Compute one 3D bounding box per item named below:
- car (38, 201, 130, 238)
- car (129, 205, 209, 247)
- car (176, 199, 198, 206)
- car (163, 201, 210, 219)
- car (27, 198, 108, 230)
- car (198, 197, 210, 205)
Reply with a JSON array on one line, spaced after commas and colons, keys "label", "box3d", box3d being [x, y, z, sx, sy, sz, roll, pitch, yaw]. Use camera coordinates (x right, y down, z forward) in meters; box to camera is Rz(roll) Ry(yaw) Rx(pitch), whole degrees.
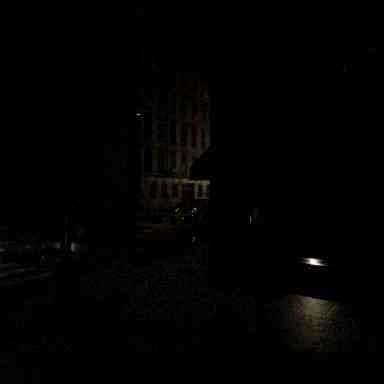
[{"label": "car", "box3d": [-5.229, 1.457, 17.827, 1.882, 1.535, 5.008, 0, 0, 34]}, {"label": "car", "box3d": [-0.378, 1.530, 15.185, 1.752, 1.417, 4.829, 0, 0, 36]}, {"label": "car", "box3d": [0.605, 1.321, 25.996, 2.097, 1.767, 4.553, 0, 0, 35]}, {"label": "car", "box3d": [-0.402, 1.521, 28.961, 1.947, 1.339, 4.313, 0, 0, 36]}, {"label": "car", "box3d": [-7.001, 1.282, 19.718, 2.192, 1.841, 5.009, 0, 0, 36]}, {"label": "car", "box3d": [2.826, 1.314, 19.667, 2.192, 1.841, 5.009, 0, 0, 36]}]
